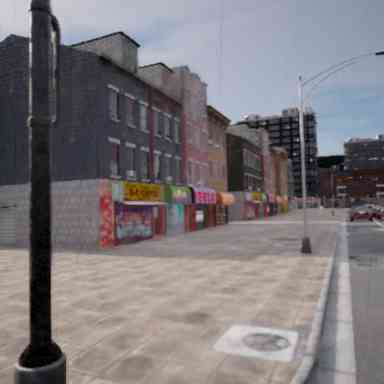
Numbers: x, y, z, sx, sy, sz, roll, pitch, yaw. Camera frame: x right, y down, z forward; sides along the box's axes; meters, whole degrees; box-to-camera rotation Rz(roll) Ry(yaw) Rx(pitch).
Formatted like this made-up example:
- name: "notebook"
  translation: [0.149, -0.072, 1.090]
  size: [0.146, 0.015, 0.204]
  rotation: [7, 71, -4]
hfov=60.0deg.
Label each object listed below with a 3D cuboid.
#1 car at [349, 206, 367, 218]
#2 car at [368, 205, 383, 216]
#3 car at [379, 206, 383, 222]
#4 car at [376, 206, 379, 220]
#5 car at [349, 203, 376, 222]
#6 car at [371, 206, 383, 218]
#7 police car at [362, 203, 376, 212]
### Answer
- name: "car"
  translation: [22.300, 2.647, 44.882]
  size: [2.033, 1.411, 5.357]
  rotation: [-3, -2, 25]
- name: "car"
  translation: [26.296, 2.635, 47.246]
  size: [2.008, 1.369, 4.403]
  rotation: [-2, -2, 25]
- name: "car"
  translation: [17.195, 1.876, 27.505]
  size: [2.192, 1.841, 5.009]
  rotation: [-2, -2, 25]
- name: "car"
  translation: [19.474, 2.272, 32.433]
  size: [1.802, 1.307, 4.206]
  rotation: [-2, -2, 25]
- name: "car"
  translation: [18.096, 2.205, 35.664]
  size: [2.097, 1.767, 4.553]
  rotation: [-3, -2, 25]
- name: "car"
  translation: [24.023, 2.534, 42.307]
  size: [1.802, 1.307, 4.206]
  rotation: [-2, -2, 25]
- name: "police car"
  translation: [34.933, 3.016, 65.750]
  size: [1.930, 1.638, 5.238]
  rotation: [-3, -3, 25]
